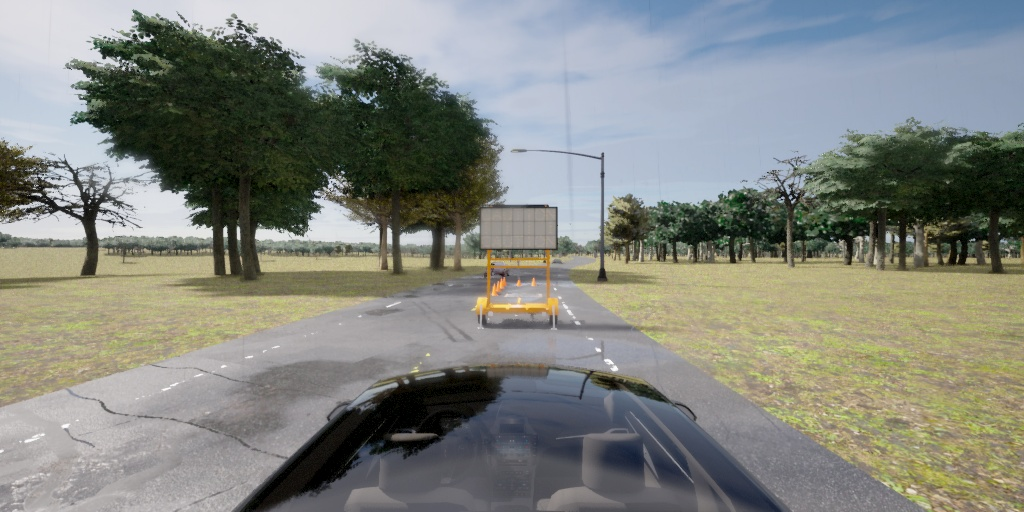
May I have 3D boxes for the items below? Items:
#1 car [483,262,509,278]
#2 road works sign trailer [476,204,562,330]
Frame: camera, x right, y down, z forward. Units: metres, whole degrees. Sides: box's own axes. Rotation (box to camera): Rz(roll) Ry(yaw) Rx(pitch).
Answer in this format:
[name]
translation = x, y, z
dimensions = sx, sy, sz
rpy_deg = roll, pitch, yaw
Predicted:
[car]
translation = -1.422, 1.299, 33.825
dimensions = 1.812, 1.442, 4.674
rpy_deg = 0, 0, 7
[road works sign trailer]
translation = 0.205, 0.215, 11.159
dimensions = 2.380, 3.560, 2.880
rpy_deg = 0, 0, 3
